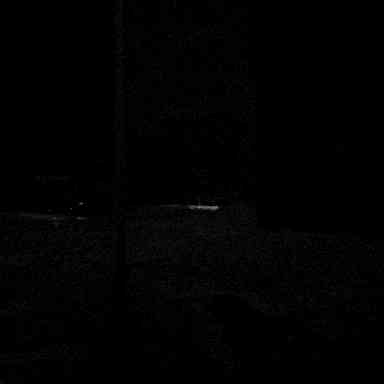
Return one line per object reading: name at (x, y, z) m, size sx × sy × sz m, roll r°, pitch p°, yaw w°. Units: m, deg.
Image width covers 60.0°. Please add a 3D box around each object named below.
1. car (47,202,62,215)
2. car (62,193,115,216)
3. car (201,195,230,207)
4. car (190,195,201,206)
car at (-12.297, 1.485, 33.730) m, size 1.812 × 1.442 × 4.674 m, roll -1°, pitch 0°, yaw 36°
car at (-9.305, 1.155, 32.326) m, size 2.150 × 2.045 × 5.566 m, roll -1°, pitch 0°, yaw 36°
car at (3.889, 1.374, 50.759) m, size 1.882 × 1.535 × 5.008 m, roll -1°, pitch 0°, yaw 36°
car at (1.662, 1.270, 53.229) m, size 2.097 × 1.767 × 4.553 m, roll -1°, pitch 0°, yaw 36°
